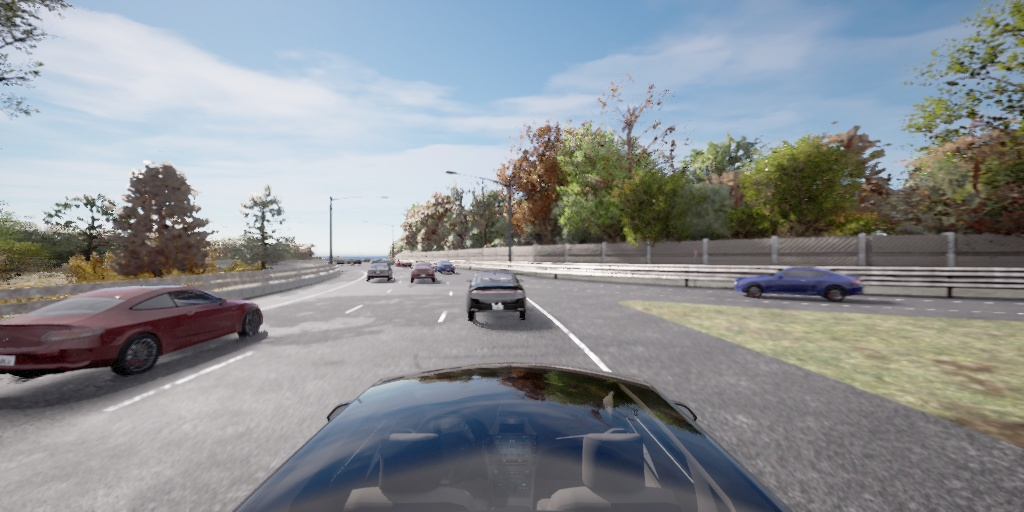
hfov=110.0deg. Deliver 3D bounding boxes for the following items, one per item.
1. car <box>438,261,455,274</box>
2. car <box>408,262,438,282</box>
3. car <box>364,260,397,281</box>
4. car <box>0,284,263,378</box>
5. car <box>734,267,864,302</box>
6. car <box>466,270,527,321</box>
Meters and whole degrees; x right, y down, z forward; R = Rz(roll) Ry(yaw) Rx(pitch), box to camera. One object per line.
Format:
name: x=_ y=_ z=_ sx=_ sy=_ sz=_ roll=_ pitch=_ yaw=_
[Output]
car: x=-8.027 y=1.310 z=42.428 sx=1.812 sy=1.442 sz=4.674 roll=0 pitch=0 yaw=-21
car: x=-7.272 y=1.305 z=29.279 sx=1.812 sy=1.442 sz=4.674 roll=0 pitch=0 yaw=-14
car: x=-11.189 y=1.342 z=30.491 sx=2.033 sy=1.411 sz=5.357 roll=0 pitch=0 yaw=-16
car: x=-7.263 y=1.303 z=7.326 sx=1.812 sy=1.442 sz=4.674 roll=0 pitch=0 yaw=-3
car: x=12.930 y=1.230 z=16.486 sx=4.674 sy=1.442 sz=1.812 roll=0 pitch=0 yaw=31
car: x=-0.593 y=1.245 z=12.607 sx=2.128 sy=1.511 sz=4.902 roll=0 pitch=0 yaw=-5
